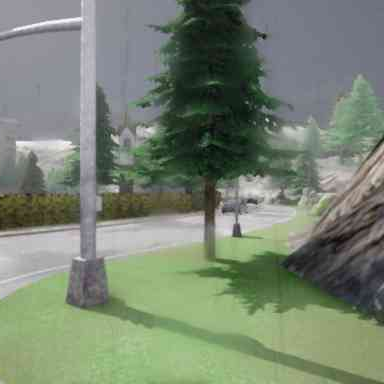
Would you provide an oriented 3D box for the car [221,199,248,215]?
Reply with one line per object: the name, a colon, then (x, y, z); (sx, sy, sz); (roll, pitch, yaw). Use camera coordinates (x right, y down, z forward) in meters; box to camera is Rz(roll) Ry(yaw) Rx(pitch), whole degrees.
car: (4.340, 1.479, 33.404); (1.837, 1.490, 4.892); (0, 0, 21)
